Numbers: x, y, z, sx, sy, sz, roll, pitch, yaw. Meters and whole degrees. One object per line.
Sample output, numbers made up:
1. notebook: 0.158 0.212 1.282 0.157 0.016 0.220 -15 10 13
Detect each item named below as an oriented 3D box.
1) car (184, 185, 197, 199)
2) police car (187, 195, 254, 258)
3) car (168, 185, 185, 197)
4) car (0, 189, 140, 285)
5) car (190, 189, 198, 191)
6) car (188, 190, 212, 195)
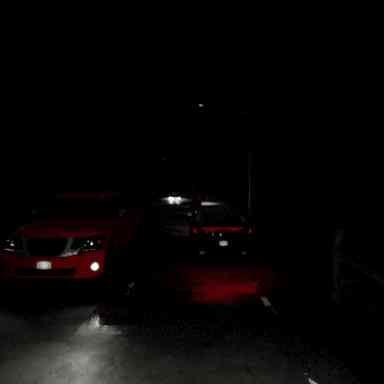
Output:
1. car: 0.157 0.155 48.404 1.882 1.535 5.008 0 1 1
2. police car: 0.860 1.108 11.544 1.930 1.638 5.238 0 2 0
3. car: -2.656 0.042 52.823 2.128 1.511 4.902 0 1 0
4. car: -2.821 0.969 9.109 2.150 2.045 5.566 0 2 0
5. car: 0.909 0.756 27.435 1.837 1.490 4.892 0 2 0
6. car: 0.891 0.892 21.435 1.882 1.535 5.008 0 2 0
